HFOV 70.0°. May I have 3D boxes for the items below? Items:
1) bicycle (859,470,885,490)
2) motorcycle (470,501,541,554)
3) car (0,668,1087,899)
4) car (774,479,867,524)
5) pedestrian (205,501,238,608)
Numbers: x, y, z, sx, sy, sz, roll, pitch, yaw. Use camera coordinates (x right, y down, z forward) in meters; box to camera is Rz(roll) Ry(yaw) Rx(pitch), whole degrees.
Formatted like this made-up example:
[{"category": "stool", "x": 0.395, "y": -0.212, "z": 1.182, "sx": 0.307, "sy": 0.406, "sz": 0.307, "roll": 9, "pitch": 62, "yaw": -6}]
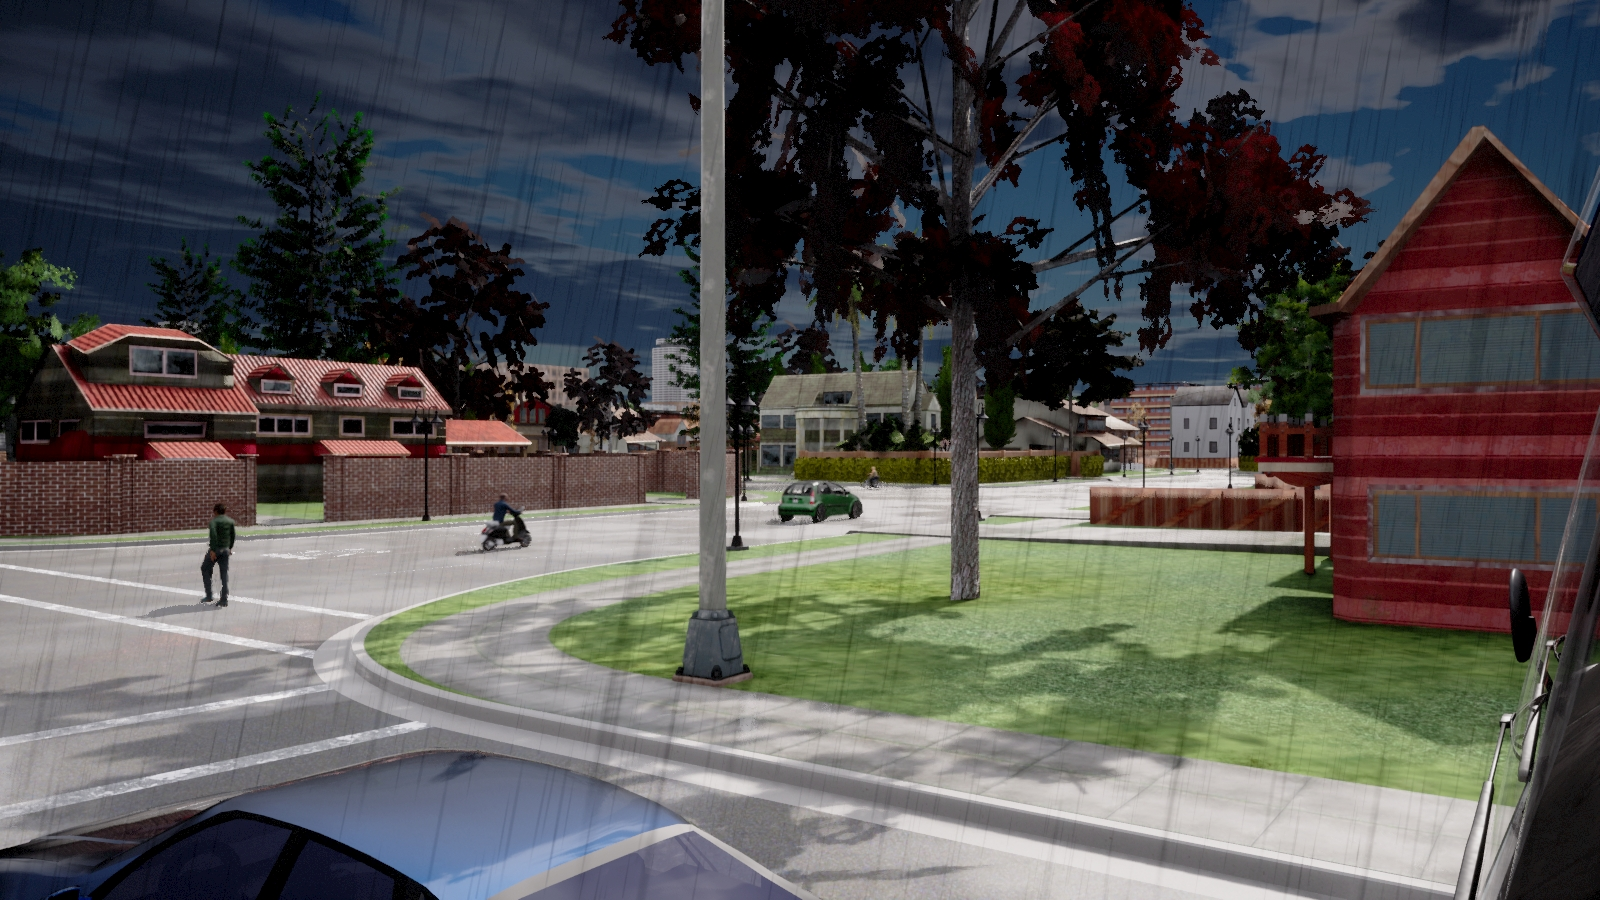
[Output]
[{"category": "bicycle", "x": 4.858, "y": 2.038, "z": 76.952, "sx": 1.487, "sy": 1.301, "sz": 0.859, "roll": 0, "pitch": -1, "yaw": 31}, {"category": "motorcycle", "x": -8.190, "y": 2.129, "z": 31.823, "sx": 0.856, "sy": 1.341, "sz": 1.805, "roll": 0, "pitch": 0, "yaw": 34}, {"category": "car", "x": -1.713, "y": 2.106, "z": 4.943, "sx": 5.357, "sy": 1.411, "sz": 2.033, "roll": 0, "pitch": 0, "yaw": 36}, {"category": "car", "x": 0.863, "y": 1.999, "z": 45.336, "sx": 1.851, "sy": 1.617, "sz": 3.988, "roll": 0, "pitch": 0, "yaw": 33}, {"category": "pedestrian", "x": -10.273, "y": 1.848, "z": 20.290, "sx": 0.375, "sy": 1.860, "sz": 0.375, "roll": 0, "pitch": 0, "yaw": 31}]
